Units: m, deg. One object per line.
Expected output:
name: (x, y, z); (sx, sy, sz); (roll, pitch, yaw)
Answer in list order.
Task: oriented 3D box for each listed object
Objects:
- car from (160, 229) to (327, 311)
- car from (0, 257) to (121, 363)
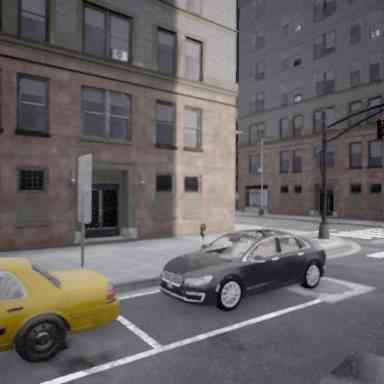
car: (1.356, 1.589, 7.732); (4.403, 1.369, 2.008); (0, 0, -35)
car: (-3.396, 1.523, 4.343); (4.829, 1.417, 1.752); (1, 0, -35)
